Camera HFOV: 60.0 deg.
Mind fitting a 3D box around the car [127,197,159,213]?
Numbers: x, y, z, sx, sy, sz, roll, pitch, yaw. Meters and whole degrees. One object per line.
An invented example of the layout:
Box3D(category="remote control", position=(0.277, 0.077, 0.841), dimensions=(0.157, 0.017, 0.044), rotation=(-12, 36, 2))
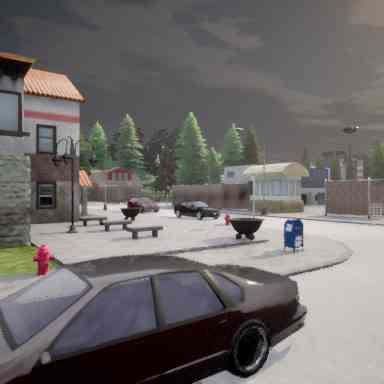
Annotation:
Box3D(category="car", position=(-5.407, 1.352, 36.597), dimensions=(2.097, 1.767, 4.553), rotation=(0, 0, -35))

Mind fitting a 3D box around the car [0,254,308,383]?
Box3D(category="car", position=(-0.877, 1.547, 3.982), dimensions=(5.357, 1.411, 2.033), rotation=(0, 0, -36))

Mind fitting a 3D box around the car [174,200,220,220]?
Box3D(category="car", position=(0.348, 1.478, 28.480), dimensions=(1.882, 1.535, 5.008), rotation=(0, 0, -35))
